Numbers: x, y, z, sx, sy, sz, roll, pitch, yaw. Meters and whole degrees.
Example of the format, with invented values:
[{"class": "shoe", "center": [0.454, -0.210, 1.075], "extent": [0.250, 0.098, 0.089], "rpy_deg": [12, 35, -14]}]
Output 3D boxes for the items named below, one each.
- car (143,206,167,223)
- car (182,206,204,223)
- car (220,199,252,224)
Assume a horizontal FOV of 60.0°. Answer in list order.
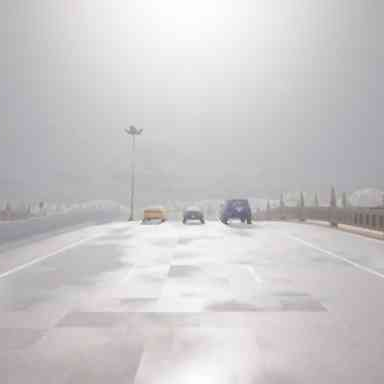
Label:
[{"class": "car", "center": [-3.388, 2.036, 31.093], "extent": [1.882, 1.535, 5.008], "rpy_deg": [0, -3, 0]}, {"class": "car", "center": [0.112, 2.037, 30.265], "extent": [1.812, 1.442, 4.674], "rpy_deg": [0, -3, 0]}, {"class": "car", "center": [3.611, 1.617, 28.020], "extent": [2.150, 2.045, 5.566], "rpy_deg": [0, -3, 0]}]
